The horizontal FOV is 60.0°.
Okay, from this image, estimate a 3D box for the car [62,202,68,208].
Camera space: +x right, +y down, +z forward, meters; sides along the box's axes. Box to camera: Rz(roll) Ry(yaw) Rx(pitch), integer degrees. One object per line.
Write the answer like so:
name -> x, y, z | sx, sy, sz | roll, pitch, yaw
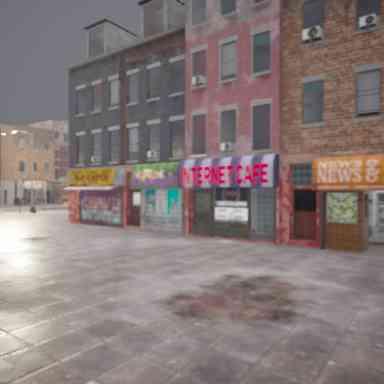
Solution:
car -> -12.146, 1.281, 37.536 | 1.752, 1.417, 4.829 | 0, 0, 36
